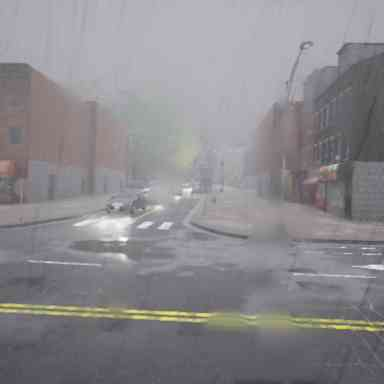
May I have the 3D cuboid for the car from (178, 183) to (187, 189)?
[{"bbox_3d":[-2.383,-1.513,82.714,1.752,1.417,4.829,3,2,4],"label":"car"}]

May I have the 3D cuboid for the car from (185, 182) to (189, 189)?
[{"bbox_3d":[-2.500,-1.419,80.746,2.008,1.369,4.403,3,2,4],"label":"car"}]

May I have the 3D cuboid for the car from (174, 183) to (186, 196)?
[{"bbox_3d":[-2.448,-0.145,47.345,1.994,1.385,4.181,2,2,5],"label":"car"}]

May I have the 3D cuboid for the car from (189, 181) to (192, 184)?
[{"bbox_3d":[-1.966,-1.664,87.857,2.008,1.369,4.403,3,2,4],"label":"car"}]

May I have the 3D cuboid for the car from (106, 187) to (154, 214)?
[{"bbox_3d":[-4.441,0.638,23.336,2.128,1.511,4.902,2,2,6],"label":"car"}]

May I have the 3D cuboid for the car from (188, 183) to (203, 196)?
[{"bbox_3d":[0.849,-0.218,51.655,2.033,1.411,5.357,2,2,2],"label":"car"}]

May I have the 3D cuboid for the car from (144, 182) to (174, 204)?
[{"bbox_3d":[-3.541,-0.009,33.902,2.150,2.045,5.566,2,2,4],"label":"car"}]
